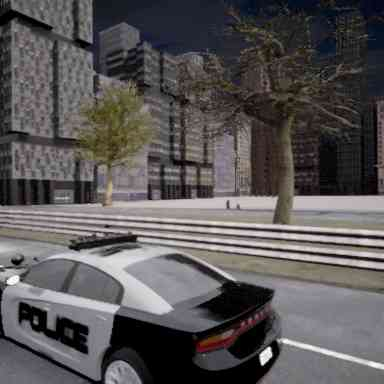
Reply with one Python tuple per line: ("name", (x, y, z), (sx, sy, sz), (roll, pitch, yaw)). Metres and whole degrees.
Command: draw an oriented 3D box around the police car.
("police car", (-1.368, 1.432, 4.843), (5.238, 1.638, 1.930), (0, 0, 36))
